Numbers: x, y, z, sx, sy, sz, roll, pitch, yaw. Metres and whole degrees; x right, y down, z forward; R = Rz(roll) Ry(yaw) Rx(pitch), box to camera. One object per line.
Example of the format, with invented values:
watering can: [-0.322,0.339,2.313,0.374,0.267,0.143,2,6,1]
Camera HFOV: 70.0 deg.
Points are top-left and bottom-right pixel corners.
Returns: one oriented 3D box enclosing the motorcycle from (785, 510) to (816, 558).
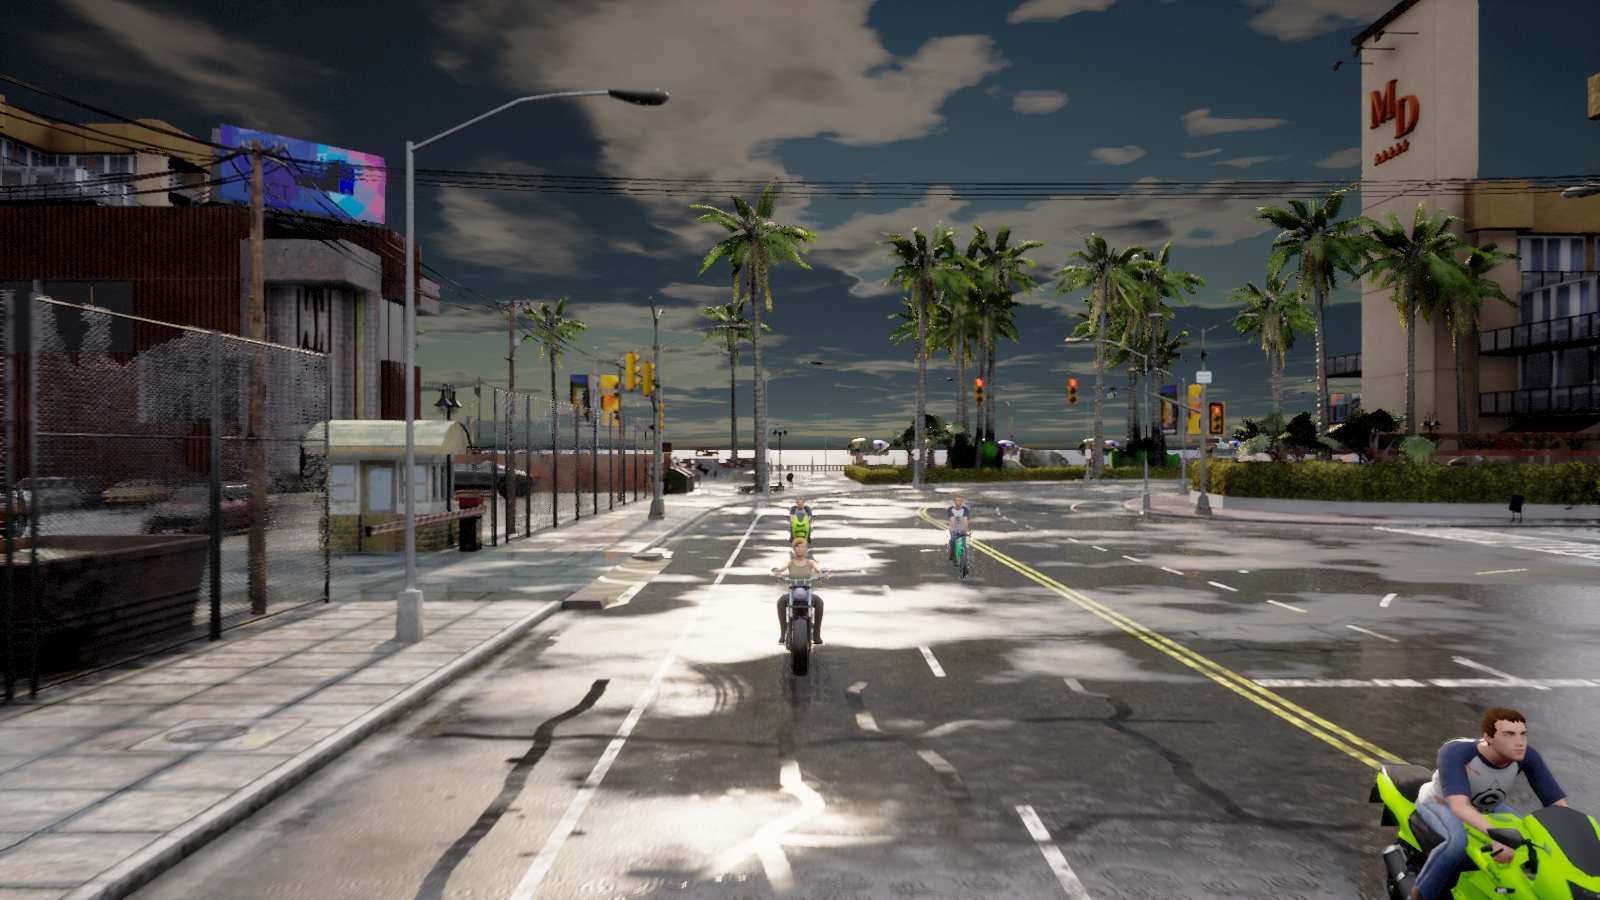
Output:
motorcycle: [0.012,2.213,30.386,0.803,1.145,2.033,0,0,0]

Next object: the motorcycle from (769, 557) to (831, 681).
motorcycle: [0.000,2.170,15.083,0.764,1.277,2.356,0,0,0]

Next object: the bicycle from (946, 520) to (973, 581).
bicycle: [3.515,2.206,25.258,0.373,1.196,1.643,0,0,0]

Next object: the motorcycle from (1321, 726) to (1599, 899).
motorcycle: [3.500,2.213,5.779,0.803,1.145,2.033,0,0,0]
